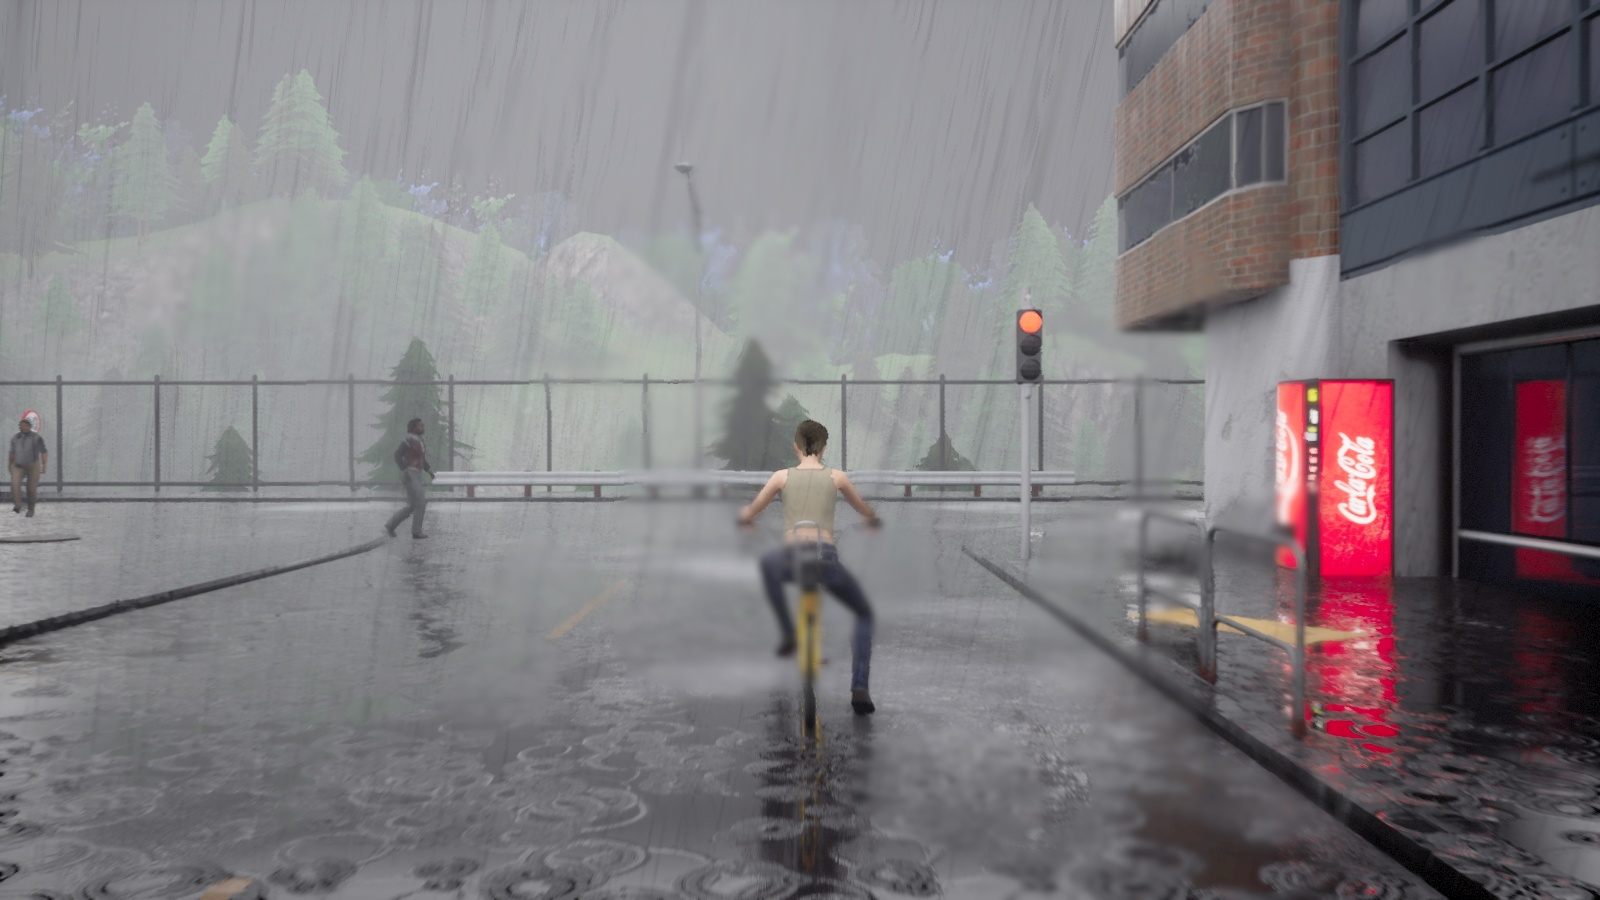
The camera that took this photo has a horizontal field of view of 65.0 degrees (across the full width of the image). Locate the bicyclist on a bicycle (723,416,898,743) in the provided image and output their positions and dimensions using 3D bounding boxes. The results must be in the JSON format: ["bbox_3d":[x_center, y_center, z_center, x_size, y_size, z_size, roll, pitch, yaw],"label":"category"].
[{"bbox_3d":[0.055,0.635,6.956,0.866,1.612,1.509,0,0,0],"label":"bicyclist on a bicycle"}]

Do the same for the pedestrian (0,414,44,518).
[{"bbox_3d":[-14.166,0.281,22.869,0.540,1.848,0.694,0,0,-17],"label":"pedestrian"}]

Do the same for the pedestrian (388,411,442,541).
[{"bbox_3d":[-5.739,0.382,18.753,0.666,1.930,0.402,0,0,5],"label":"pedestrian"}]
